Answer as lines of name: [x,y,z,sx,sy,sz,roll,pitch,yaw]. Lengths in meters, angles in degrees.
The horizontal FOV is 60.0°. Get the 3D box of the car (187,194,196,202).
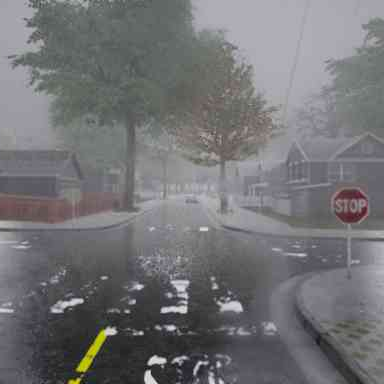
car: [-0.106,1.205,67.009,1.812,1.442,4.674,0,0,0]

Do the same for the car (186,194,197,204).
car: [-0.091,1.292,57.003,1.994,1.385,4.181,0,0,0]
